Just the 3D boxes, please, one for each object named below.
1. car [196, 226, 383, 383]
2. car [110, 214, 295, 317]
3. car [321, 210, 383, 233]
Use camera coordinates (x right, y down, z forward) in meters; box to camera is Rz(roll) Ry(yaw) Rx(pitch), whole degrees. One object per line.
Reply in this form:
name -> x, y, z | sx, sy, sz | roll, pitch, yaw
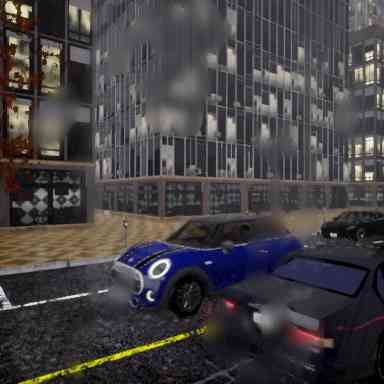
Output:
car -> 2.864, 1.547, 5.352 | 5.357, 1.411, 2.033 | 0, 0, -35
car -> 0.493, 1.352, 7.592 | 4.553, 1.767, 2.097 | 0, 0, -36
car -> 8.140, 1.563, 16.226 | 4.313, 1.339, 1.947 | 0, 0, -36
